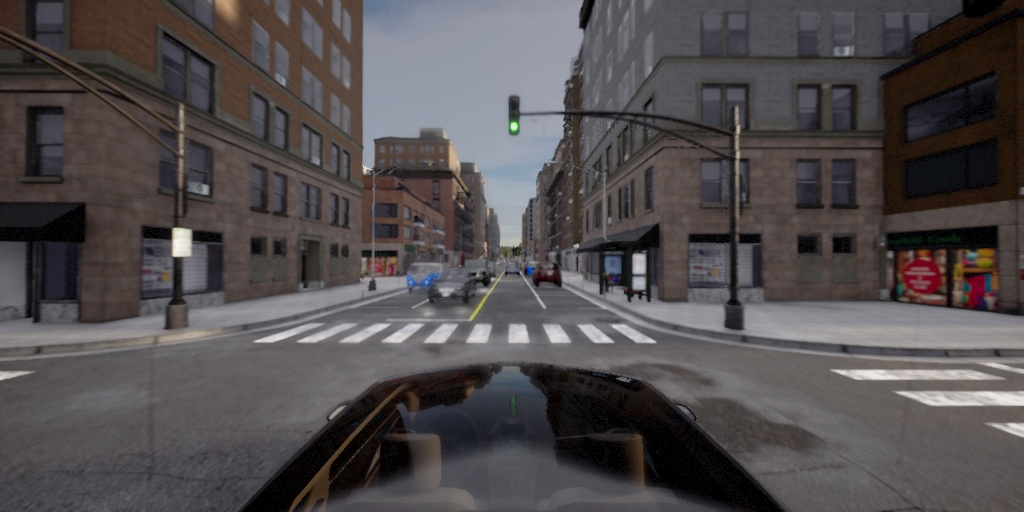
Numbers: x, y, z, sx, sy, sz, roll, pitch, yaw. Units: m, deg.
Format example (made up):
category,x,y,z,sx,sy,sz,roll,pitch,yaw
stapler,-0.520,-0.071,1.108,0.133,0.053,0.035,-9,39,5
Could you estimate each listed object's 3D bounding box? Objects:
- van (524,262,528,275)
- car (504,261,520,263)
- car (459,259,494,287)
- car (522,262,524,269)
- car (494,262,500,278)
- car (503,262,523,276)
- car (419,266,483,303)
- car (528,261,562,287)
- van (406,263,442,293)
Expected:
category,x,y,z,sx,sy,sz,roll,pitch,yaw
van,2.698,1.605,44.279,1.690,1.789,3.998,0,0,0
car,0.013,1.936,57.455,1.812,1.442,4.674,0,-1,0
car,-2.840,1.277,28.312,2.150,2.045,5.566,0,0,0
car,2.694,1.643,49.685,2.192,1.841,5.009,0,0,0
car,-2.819,1.767,41.968,2.033,1.411,5.357,0,-1,0
car,0.064,1.858,47.492,1.994,1.385,4.181,0,-1,0
car,-2.846,1.427,17.920,2.128,1.511,4.902,0,-1,0
car,2.710,1.389,28.061,2.192,1.841,5.009,0,0,0
van,-5.404,1.324,22.656,1.690,1.789,3.998,0,0,0
